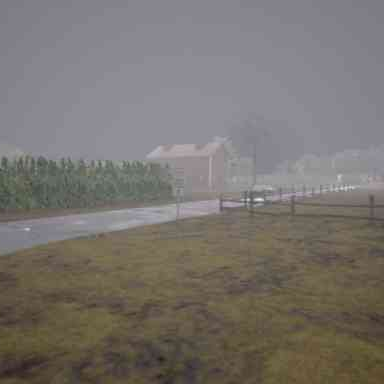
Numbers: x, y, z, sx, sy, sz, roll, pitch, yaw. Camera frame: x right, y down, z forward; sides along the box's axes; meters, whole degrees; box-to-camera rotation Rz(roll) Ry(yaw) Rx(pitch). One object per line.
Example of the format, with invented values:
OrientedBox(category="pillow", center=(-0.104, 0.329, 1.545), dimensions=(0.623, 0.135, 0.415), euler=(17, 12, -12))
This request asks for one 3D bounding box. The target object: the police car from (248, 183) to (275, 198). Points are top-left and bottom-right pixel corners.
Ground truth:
OrientedBox(category="police car", center=(8.577, -0.235, 41.084), dimensions=(1.930, 1.638, 5.238), euler=(3, 4, 35))
